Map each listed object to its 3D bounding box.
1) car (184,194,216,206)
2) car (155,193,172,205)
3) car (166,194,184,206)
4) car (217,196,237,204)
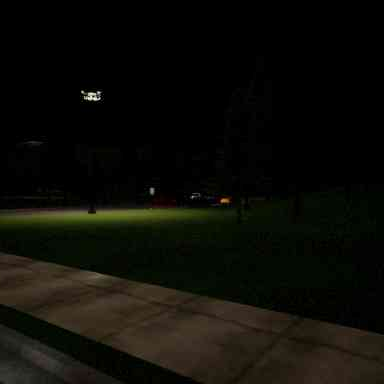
[{"bbox_3d":[1.397,1.478,54.010,1.882,1.535,5.008,0,0,37],"label":"car"},{"bbox_3d":[-4.150,1.221,58.277,2.150,2.045,5.566,0,0,36],"label":"car"},{"bbox_3d":[-1.641,1.505,55.794,1.837,1.490,4.892,0,0,37],"label":"car"},{"bbox_3d":[7.225,1.478,62.062,1.882,1.535,5.008,0,0,36],"label":"car"}]
